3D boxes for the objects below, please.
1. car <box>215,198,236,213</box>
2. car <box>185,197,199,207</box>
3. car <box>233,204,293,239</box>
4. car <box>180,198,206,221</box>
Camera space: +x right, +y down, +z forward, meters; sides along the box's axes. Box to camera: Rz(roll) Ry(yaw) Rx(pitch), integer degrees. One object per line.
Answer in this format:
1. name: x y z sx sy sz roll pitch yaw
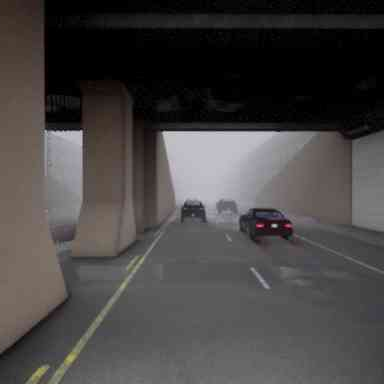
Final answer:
1. car: 3.610 1.431 35.222 1.837 1.490 4.892 0 0 0
2. car: 0.028 1.498 49.015 1.895 1.301 4.718 0 0 0
3. car: 3.605 1.512 17.043 2.033 1.411 5.357 0 0 0
4. car: 0.091 1.436 26.296 2.128 1.511 4.902 0 0 0
